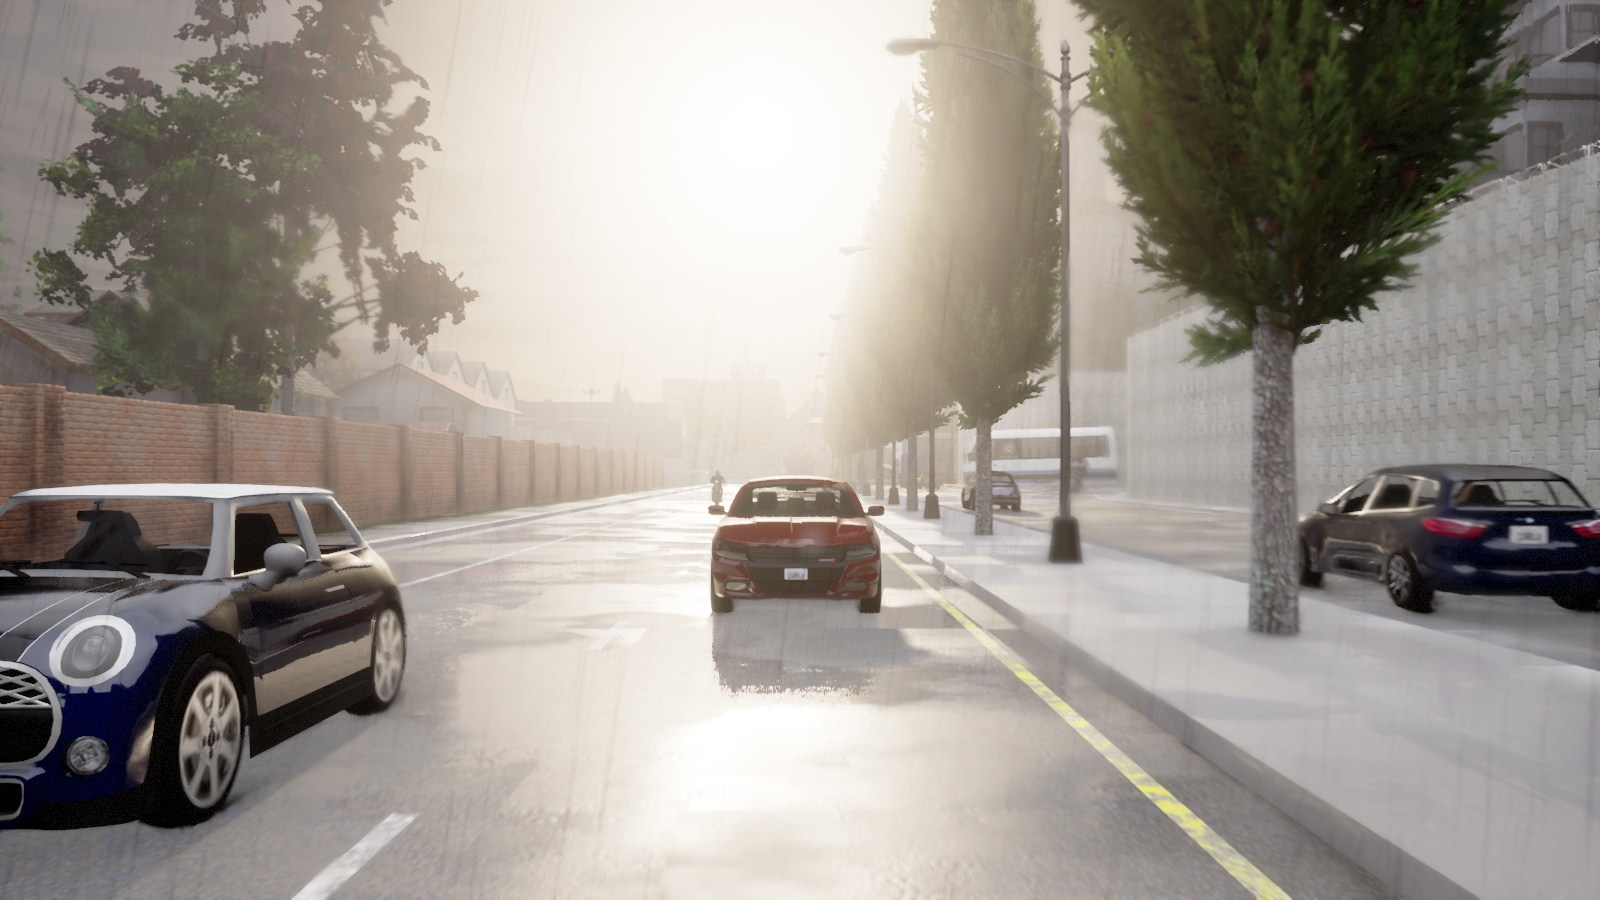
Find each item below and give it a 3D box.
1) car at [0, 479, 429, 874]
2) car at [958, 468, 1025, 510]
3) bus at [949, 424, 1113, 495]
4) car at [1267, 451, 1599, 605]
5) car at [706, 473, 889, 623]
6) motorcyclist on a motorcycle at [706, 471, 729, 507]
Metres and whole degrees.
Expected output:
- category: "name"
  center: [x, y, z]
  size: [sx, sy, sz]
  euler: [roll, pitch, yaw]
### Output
- category: "car"
  center: [-3.516, 0.906, 6.681]
  size: [1.970, 1.475, 3.806]
  euler: [0, -1, 0]
- category: "car"
  center: [7.874, 1.584, 52.033]
  size: [2.033, 1.649, 4.856]
  euler: [0, -1, 0]
- category: "bus"
  center: [15.340, 0.638, 83.130]
  size: [10.273, 4.253, 3.944]
  euler: [-2, 0, 15]
- category: "car"
  center: [7.959, 0.892, 16.029]
  size: [2.242, 1.667, 4.611]
  euler: [0, -1, 0]
- category: "car"
  center: [-0.038, 1.051, 15.456]
  size: [1.882, 1.535, 5.008]
  euler: [0, -1, 0]
- category: "motorcyclist on a motorcycle"
  center: [-3.634, 1.710, 55.416]
  size: [0.866, 1.590, 1.817]
  euler: [0, -1, 0]
